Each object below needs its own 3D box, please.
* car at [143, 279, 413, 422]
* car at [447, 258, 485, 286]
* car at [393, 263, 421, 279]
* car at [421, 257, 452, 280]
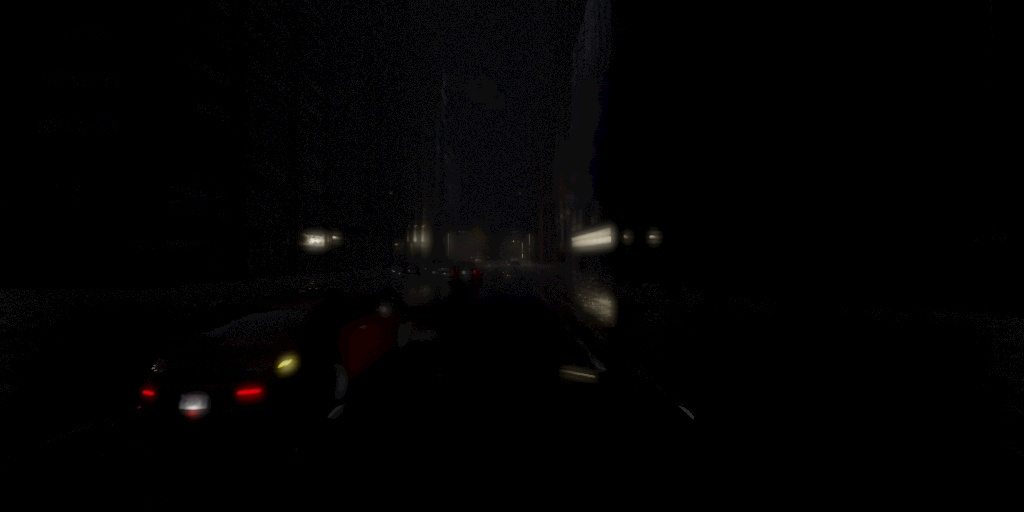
[{"bbox_3d":[-3.172,1.297,5.897,1.812,1.442,4.674,0,0,0],"label":"car"},{"bbox_3d":[-3.171,1.236,26.613,2.097,1.767,4.553,0,0,0],"label":"car"},{"bbox_3d":[-9.861,1.433,34.411,1.837,1.490,4.892,0,-1,0],"label":"car"},{"bbox_3d":[-6.614,1.143,33.786,2.150,2.045,5.566,0,0,0],"label":"car"}]
